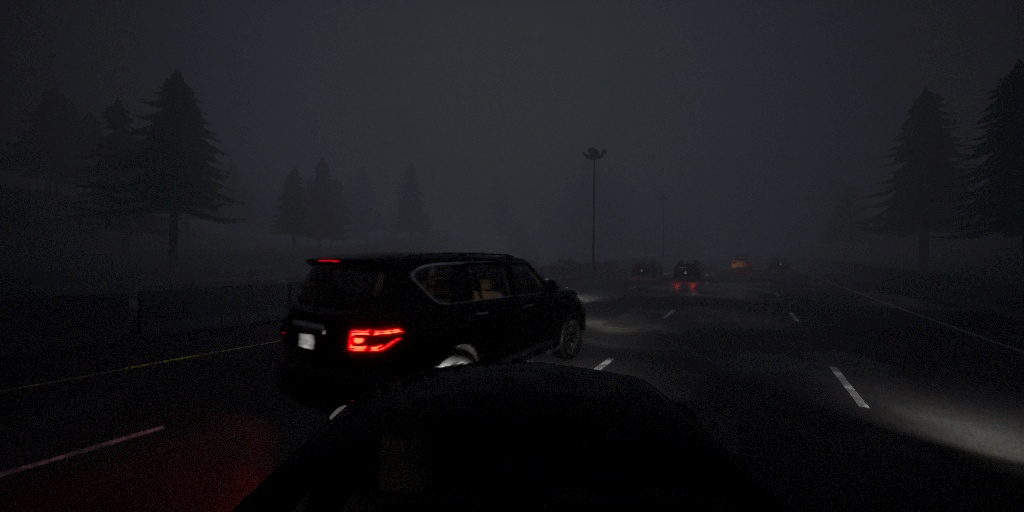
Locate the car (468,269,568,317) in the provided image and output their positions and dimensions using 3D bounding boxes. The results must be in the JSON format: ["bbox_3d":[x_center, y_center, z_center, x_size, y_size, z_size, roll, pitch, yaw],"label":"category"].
[{"bbox_3d":[0.388,1.296,14.035,1.994,1.385,4.181,0,0,33],"label":"car"}]

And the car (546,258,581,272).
[{"bbox_3d":[6.176,1.005,42.447,2.033,1.411,5.357,0,1,34],"label":"car"}]

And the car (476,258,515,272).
[{"bbox_3d":[-1.874,1.005,42.955,2.128,1.511,4.902,0,1,33],"label":"car"}]

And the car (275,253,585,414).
[{"bbox_3d":[-0.678,0.973,5.982,2.150,2.045,5.566,0,0,33],"label":"car"}]

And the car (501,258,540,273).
[{"bbox_3d":[1.048,1.007,41.028,2.128,1.511,4.902,0,1,33],"label":"car"}]

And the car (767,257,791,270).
[{"bbox_3d":[30.050,0.824,40.337,1.994,1.385,4.181,0,1,33],"label":"car"}]

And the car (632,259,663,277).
[{"bbox_3d":[12.267,1.018,32.274,1.882,1.535,5.008,0,1,33],"label":"car"}]

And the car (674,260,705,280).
[{"bbox_3d":[14.573,1.049,29.401,2.128,1.511,4.902,0,1,33],"label":"car"}]

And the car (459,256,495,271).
[{"bbox_3d":[-4.416,0.854,45.457,2.097,1.767,4.553,0,1,33],"label":"car"}]

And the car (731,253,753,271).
[{"bbox_3d":[25.160,0.808,39.244,1.882,1.535,5.008,0,1,33],"label":"car"}]
